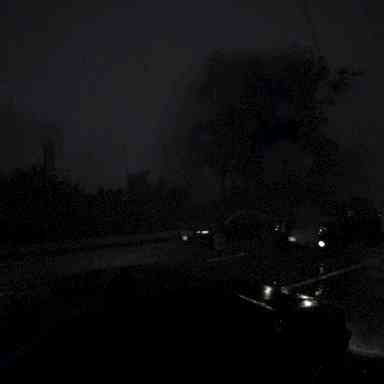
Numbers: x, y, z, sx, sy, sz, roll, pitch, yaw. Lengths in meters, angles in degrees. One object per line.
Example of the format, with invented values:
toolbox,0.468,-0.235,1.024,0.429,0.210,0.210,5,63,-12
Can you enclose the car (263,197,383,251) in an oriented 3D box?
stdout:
car,5.444,1.226,13.017,5.566,2.045,2.150,0,0,-41

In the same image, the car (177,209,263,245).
car,1.603,1.502,14.367,4.902,1.511,2.128,0,0,-40

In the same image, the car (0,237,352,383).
car,-0.511,1.552,3.473,5.357,1.411,2.033,0,0,-37
